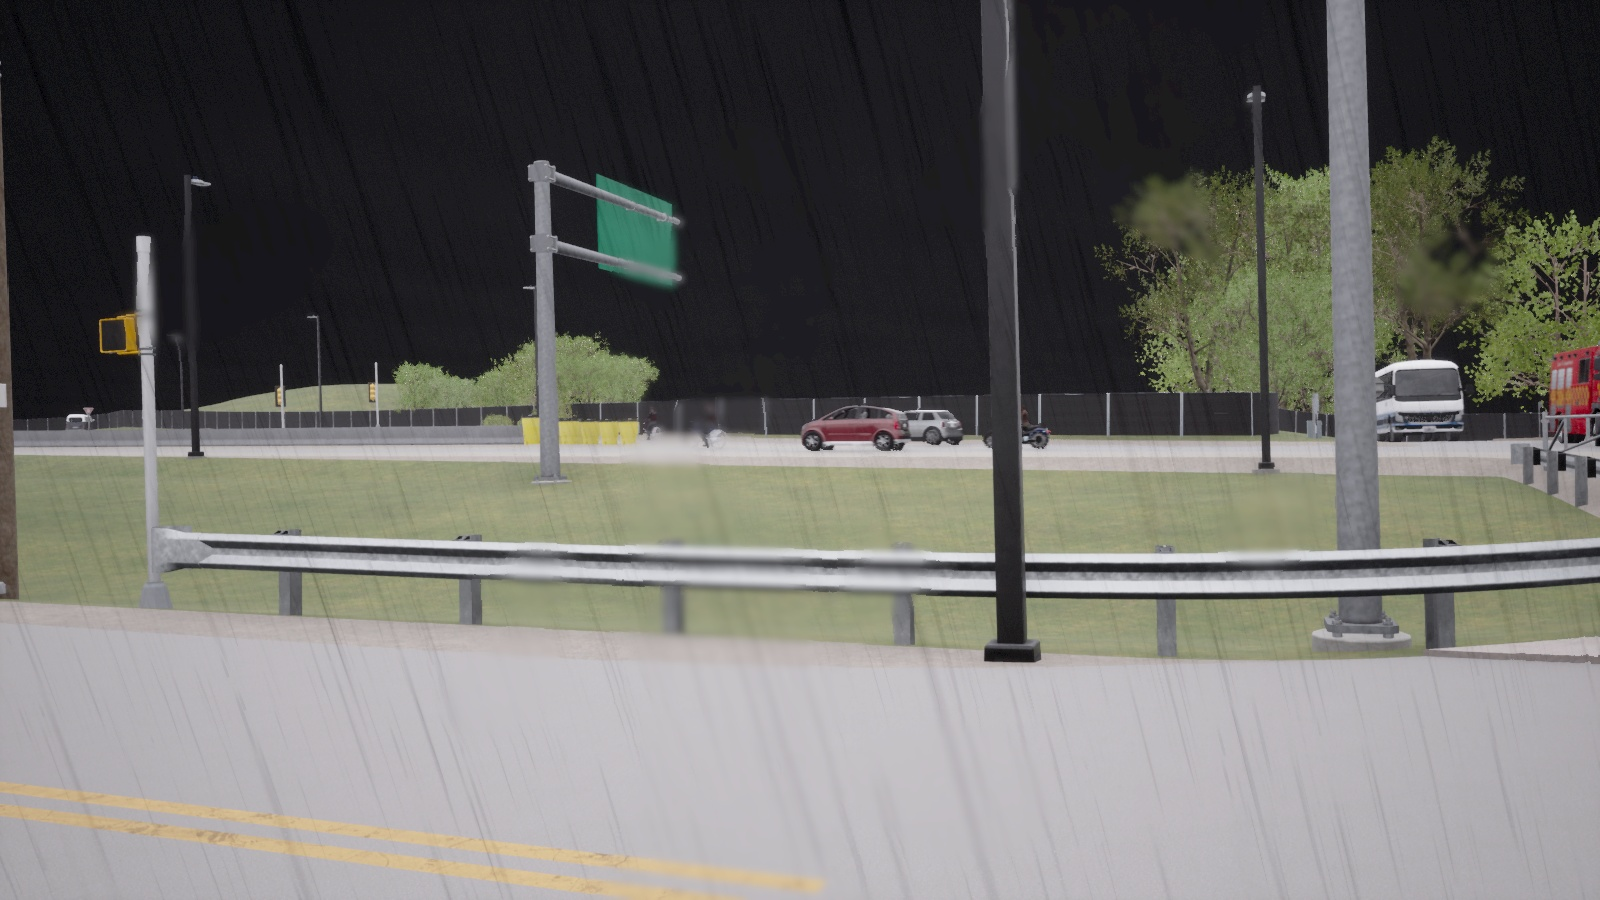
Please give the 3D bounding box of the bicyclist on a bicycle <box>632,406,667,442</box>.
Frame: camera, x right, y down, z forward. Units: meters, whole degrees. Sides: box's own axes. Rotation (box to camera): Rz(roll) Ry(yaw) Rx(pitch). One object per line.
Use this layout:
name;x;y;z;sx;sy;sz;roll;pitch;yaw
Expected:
bicyclist on a bicycle;-7.517;-1.293;62.704;1.843;1.776;0.659;2;2;41

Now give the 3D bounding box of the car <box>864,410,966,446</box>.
car;4.803;-0.935;52.687;3.806;1.475;1.970;1;2;37

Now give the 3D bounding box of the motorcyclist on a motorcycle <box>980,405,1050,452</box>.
motorcyclist on a motorcycle;7.627;-0.760;44.610;2.350;1.649;0.766;0;1;19

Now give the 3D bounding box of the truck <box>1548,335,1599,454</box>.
truck;28.278;-1.853;43.082;2.891;3.827;8.468;1;2;20

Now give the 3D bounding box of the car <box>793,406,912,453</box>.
car;1.820;-0.713;42.943;3.705;1.549;1.789;0;1;19

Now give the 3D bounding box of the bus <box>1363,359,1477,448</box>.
bus;32.594;-2.254;66.549;3.944;4.253;10.273;-1;0;18

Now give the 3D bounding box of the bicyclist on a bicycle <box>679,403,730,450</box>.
bicyclist on a bicycle;-3.710;-0.913;48.597;1.843;1.776;0.659;1;1;19
